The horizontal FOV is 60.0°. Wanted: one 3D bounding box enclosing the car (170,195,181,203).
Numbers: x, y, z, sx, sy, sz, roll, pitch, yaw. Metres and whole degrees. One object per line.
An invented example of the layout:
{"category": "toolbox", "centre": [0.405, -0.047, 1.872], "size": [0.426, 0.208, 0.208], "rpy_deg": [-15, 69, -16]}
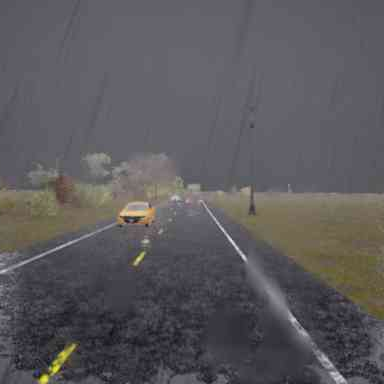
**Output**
{"category": "car", "centre": [-3.134, 1.305, 63.664], "size": [1.812, 1.442, 4.674], "rpy_deg": [0, 0, 1]}

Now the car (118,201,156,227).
{"category": "car", "centre": [-3.554, 1.398, 22.076], "size": [1.882, 1.535, 5.008], "rpy_deg": [0, 0, 0]}

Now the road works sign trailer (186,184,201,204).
{"category": "road works sign trailer", "centre": [0.326, 0.266, 57.418], "size": [2.380, 3.560, 2.880], "rpy_deg": [0, 0, 0]}
